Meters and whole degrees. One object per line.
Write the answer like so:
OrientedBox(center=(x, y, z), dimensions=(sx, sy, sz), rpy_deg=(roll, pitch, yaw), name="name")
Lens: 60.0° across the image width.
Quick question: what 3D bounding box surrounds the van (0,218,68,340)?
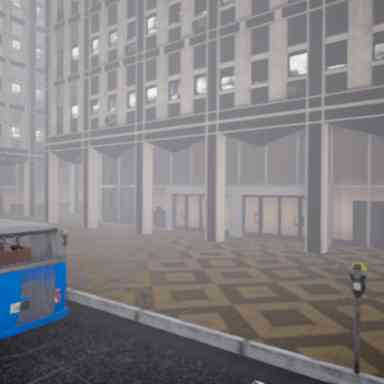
OrientedBox(center=(-3.831, 1.308, 5.590), dimensions=(3.998, 1.788, 1.690), rpy_deg=(0, 0, 35), name="van")
